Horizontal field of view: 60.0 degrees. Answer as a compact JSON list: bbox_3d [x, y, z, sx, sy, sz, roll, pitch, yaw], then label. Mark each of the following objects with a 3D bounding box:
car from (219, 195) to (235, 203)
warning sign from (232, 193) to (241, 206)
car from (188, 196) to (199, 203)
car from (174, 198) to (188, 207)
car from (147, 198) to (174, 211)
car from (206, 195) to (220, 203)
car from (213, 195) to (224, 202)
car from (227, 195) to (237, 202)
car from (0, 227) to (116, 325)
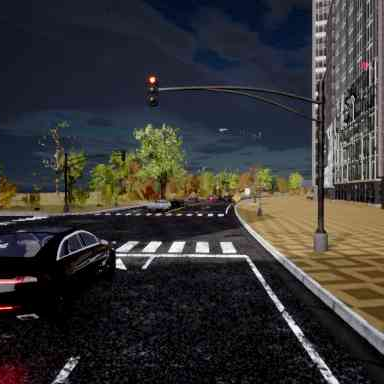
[{"bbox_3d":[7.533,1.493,70.080,1.882,1.535,5.008,0,0,12],"label":"car"},{"bbox_3d":[6.491,1.122,48.186,1.300,1.860,1.060,0,0,8],"label":"warning sign"},{"bbox_3d":[0.185,1.572,67.095,1.994,1.385,4.181,0,0,11],"label":"car"},{"bbox_3d":[-2.321,1.604,52.844,1.895,1.301,4.718,0,0,9],"label":"car"},{"bbox_3d":[-3.990,1.601,40.620,1.895,1.301,4.718,0,0,10],"label":"car"},{"bbox_3d":[4.416,1.366,71.136,2.097,1.767,4.553,0,0,12],"label":"car"},{"bbox_3d":[6.379,1.495,80.528,1.882,1.535,5.008,0,0,14],"label":"car"},{"bbox_3d":[9.673,1.498,80.337,1.882,1.535,5.008,0,0,14],"label":"car"},{"bbox_3d":[-2.988,1.491,7.090,2.128,1.511,4.902,0,0,1],"label":"car"}]
